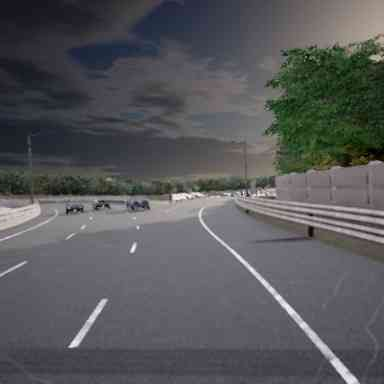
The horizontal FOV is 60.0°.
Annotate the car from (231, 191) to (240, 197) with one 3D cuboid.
[{"bbox_3d":[11.003,0.526,83.739,2.033,1.411,5.357,-2,-1,19],"label":"car"}]

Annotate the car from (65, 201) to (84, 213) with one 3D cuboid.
[{"bbox_3d":[-13.771,1.739,38.850,1.895,1.301,4.718,-3,1,-21],"label":"car"}]

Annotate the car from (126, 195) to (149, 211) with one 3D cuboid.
[{"bbox_3d":[-6.417,1.146,38.747,2.097,1.767,4.553,-3,1,-19],"label":"car"}]

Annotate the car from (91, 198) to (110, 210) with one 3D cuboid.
[{"bbox_3d":[-11.894,1.498,43.314,1.837,1.490,4.892,-2,1,-23],"label":"car"}]

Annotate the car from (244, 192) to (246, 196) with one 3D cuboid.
[{"bbox_3d":[14.345,0.607,93.544,1.812,1.442,4.674,-2,-2,20],"label":"car"}]
